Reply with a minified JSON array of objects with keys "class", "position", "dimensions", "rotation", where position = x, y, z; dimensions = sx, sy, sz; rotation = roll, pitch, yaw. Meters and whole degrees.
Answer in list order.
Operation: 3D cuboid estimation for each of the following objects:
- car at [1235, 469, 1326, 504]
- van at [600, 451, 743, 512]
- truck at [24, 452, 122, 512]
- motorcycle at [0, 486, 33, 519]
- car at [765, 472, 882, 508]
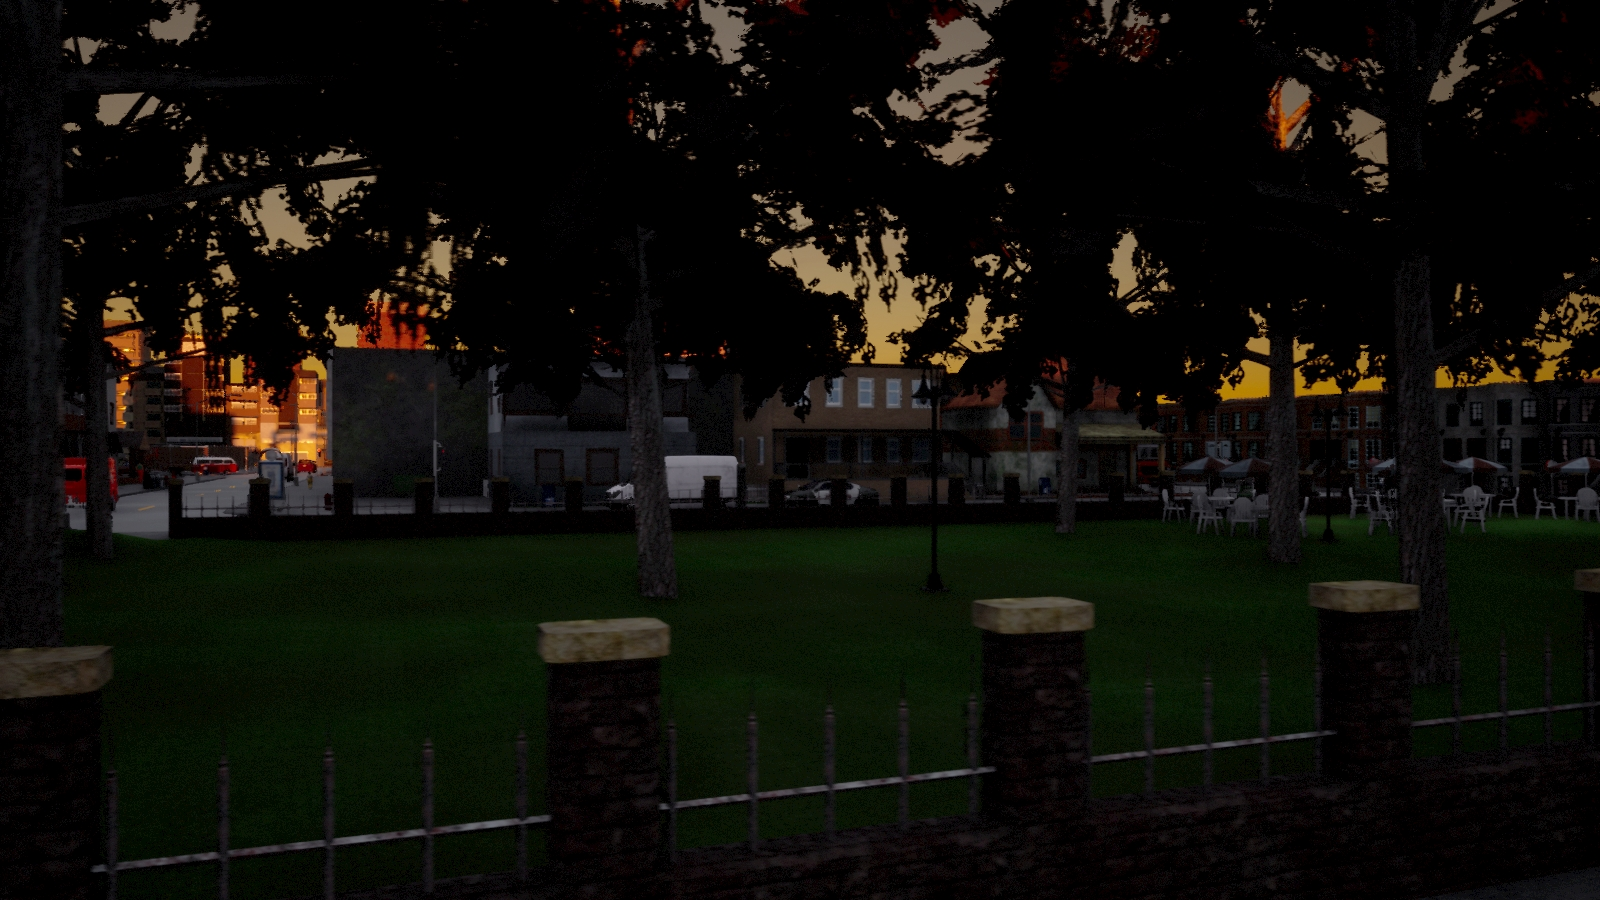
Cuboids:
[{"class":"car","position":[23.736,1.781,56.462],"dimensions":[3.988,1.617,1.851],"rotation":[0,0,-20]},{"class":"van","position":[-5.615,1.315,49.984],"dimensions":[5.915,2.561,1.988],"rotation":[0,0,-20]},{"class":"truck","position":[-32.017,1.348,50.488],"dimensions":[2.627,2.467,5.204],"rotation":[0,0,-20]},{"class":"motorcycle","position":[-30.227,1.992,43.472],"dimensions":[0.803,1.145,2.033],"rotation":[-1,0,-2]},{"class":"car","position":[1.074,1.823,52.535],"dimensions":[4.974,1.542,2.038],"rotation":[0,0,-21]}]
